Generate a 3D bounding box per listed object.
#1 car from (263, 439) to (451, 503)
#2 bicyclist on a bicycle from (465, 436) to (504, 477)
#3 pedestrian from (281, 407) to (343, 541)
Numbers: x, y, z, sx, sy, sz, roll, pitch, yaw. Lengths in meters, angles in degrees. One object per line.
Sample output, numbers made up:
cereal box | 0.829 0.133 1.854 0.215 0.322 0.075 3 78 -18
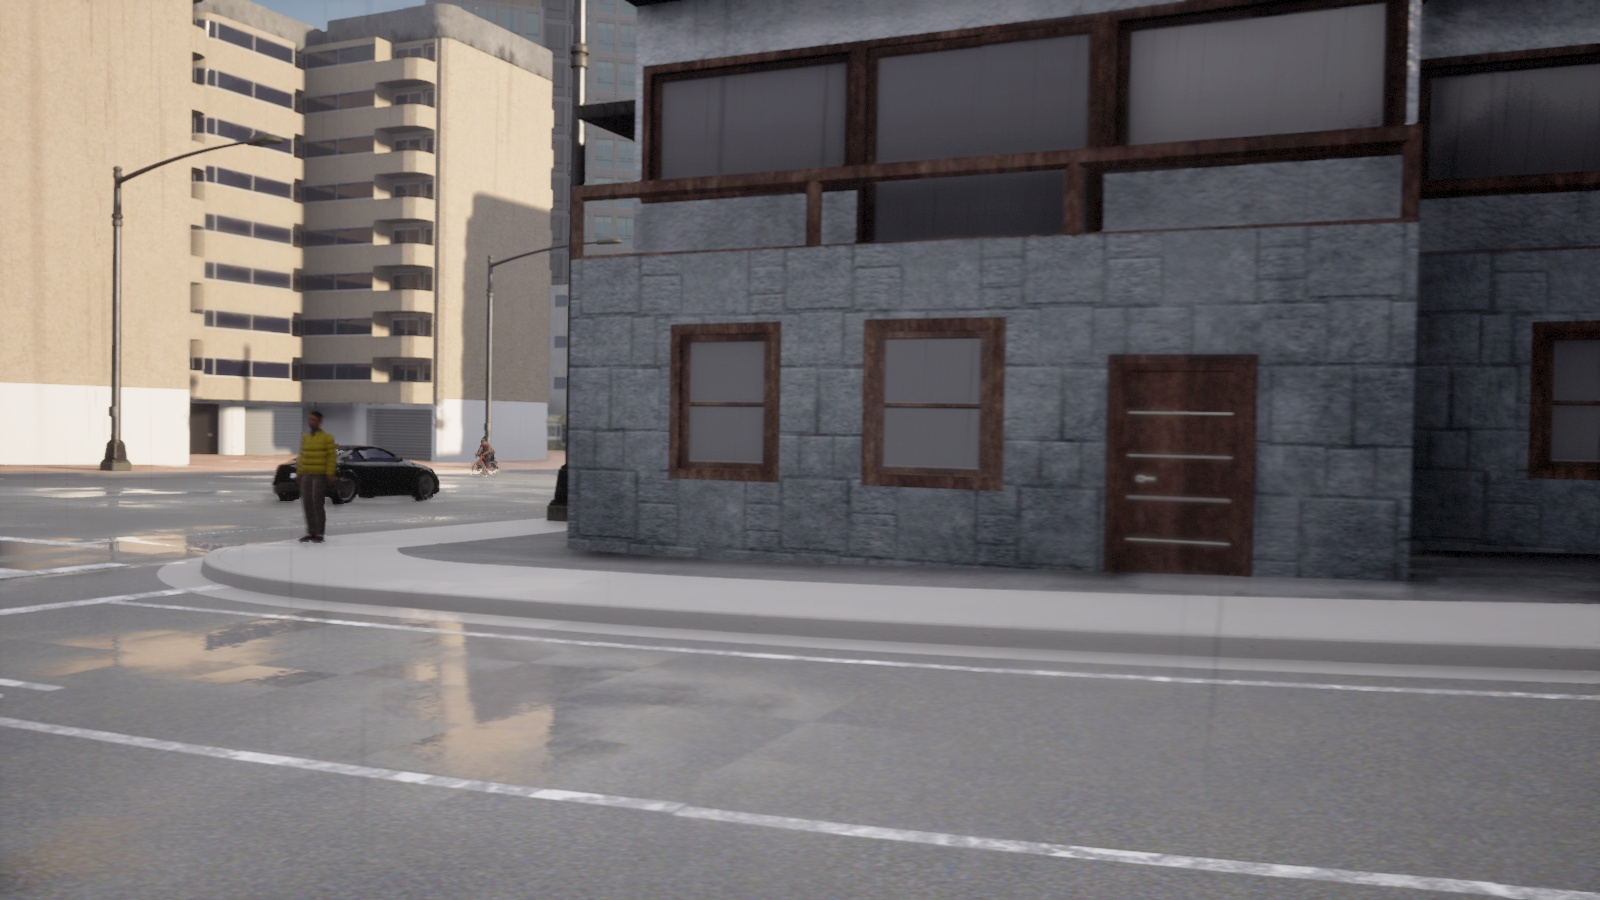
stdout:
car | -10.781 0.492 30.888 1.994 1.385 4.181 2 0 24
bicyclist on a bicycle | -12.937 0.266 51.538 0.582 1.620 1.656 2 0 24
pedestrian | -6.864 0.323 17.673 0.431 1.840 0.709 2 1 17
